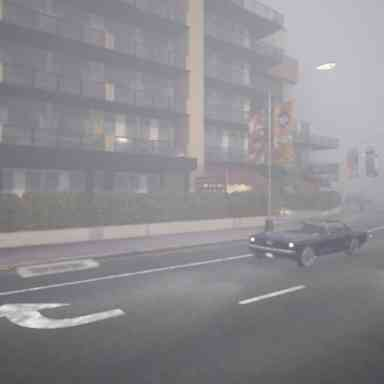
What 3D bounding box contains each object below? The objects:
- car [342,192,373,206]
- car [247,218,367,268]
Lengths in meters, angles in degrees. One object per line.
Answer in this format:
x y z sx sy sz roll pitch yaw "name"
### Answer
27.693 1.209 55.322 2.150 2.045 5.566 0 0 -2 "car"
4.062 1.599 11.444 4.718 1.301 1.895 0 0 -39 "car"
